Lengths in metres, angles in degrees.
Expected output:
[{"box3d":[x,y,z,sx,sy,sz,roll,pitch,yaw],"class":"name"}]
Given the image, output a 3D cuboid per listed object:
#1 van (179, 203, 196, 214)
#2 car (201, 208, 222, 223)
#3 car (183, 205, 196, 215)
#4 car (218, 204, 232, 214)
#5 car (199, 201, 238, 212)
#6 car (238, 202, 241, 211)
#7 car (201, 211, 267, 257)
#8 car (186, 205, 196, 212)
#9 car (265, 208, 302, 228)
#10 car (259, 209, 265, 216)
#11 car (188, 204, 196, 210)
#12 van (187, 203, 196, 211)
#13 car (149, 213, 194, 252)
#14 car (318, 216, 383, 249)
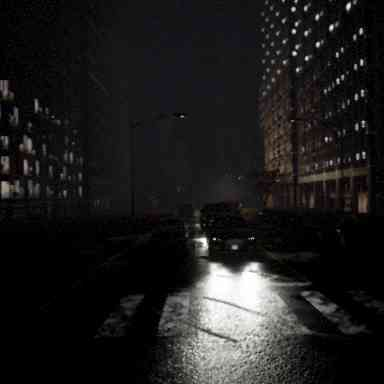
[{"box3d":[-0.604,2.327,38.459,1.690,1.788,3.998,-2,-2,1],"class":"van"},{"box3d":[1.950,2.398,34.477,1.994,1.385,4.181,-1,-1,1],"class":"car"},{"box3d":[-0.324,2.976,55.320,2.008,1.369,4.403,-2,-2,1],"class":"car"},{"box3d":[5.365,2.780,54.702,1.882,1.535,5.008,-1,-2,1],"class":"car"},{"box3d":[1.769,1.800,24.438,2.150,2.045,5.566,-1,-1,1],"class":"car"},{"box3d":[5.245,2.255,44.419,2.150,2.045,5.566,-1,-1,1],"class":"car"},{"box3d":[1.618,1.822,14.643,2.128,1.511,4.902,-1,-1,1],"class":"car"},{"box3d":[-0.142,3.268,66.566,1.887,1.381,4.507,-2,-2,1],"class":"car"},{"box3d":[7.599,2.104,27.076,1.947,1.339,4.313,-2,-1,1],"class":"car"},{"box3d":[7.690,2.247,32.699,1.947,1.339,4.313,-2,-2,1],"class":"car"},{"box3d":[0.132,3.719,83.432,1.887,1.381,4.507,-2,-2,1],"class":"car"},{"box3d":[-0.058,3.214,72.193,1.690,1.788,3.998,-2,-2,1],"class":"van"},{"box3d":[-0.961,1.963,15.962,2.008,1.369,4.403,-2,-1,1],"class":"car"},{"box3d":[7.416,1.804,15.831,2.008,1.369,4.403,-2,-1,1],"class":"car"}]
